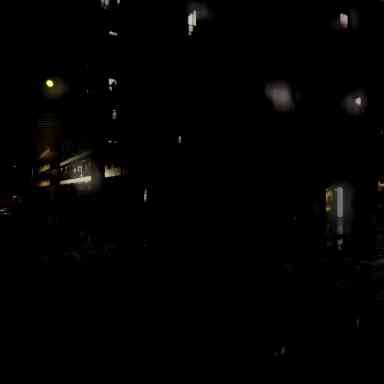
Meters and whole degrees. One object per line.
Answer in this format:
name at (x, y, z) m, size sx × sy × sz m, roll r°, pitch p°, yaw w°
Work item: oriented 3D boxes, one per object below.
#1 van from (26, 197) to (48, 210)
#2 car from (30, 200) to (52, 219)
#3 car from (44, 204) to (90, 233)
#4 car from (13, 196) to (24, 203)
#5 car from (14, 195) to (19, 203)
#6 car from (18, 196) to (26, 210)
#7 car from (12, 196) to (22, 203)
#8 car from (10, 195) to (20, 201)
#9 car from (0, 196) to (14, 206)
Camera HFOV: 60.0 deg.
van at (-15.790, 1.374, 34.312) m, size 1.690 × 1.788 × 3.998 m, roll 1°, pitch 0°, yaw -30°
car at (-12.987, 1.619, 29.520) m, size 1.802 × 1.307 × 4.206 m, roll 1°, pitch 0°, yaw -30°
car at (-7.375, 1.608, 19.939) m, size 1.947 × 1.339 × 4.313 m, roll 1°, pitch 0°, yaw -30°
car at (-35.436, 1.548, 67.845) m, size 1.887 × 1.381 × 4.507 m, roll 1°, pitch 0°, yaw -30°
car at (-27.018, 1.569, 53.474) m, size 2.008 × 1.369 × 4.403 m, roll 1°, pitch 0°, yaw -30°
car at (-21.404, 1.466, 43.893) m, size 1.967 × 1.590 × 4.097 m, roll 1°, pitch 0°, yaw -30°
car at (-38.242, 1.542, 72.636) m, size 1.887 × 1.381 × 4.507 m, roll 1°, pitch 0°, yaw -30°
car at (-43.855, 1.536, 82.217) m, size 2.008 × 1.369 × 4.403 m, roll 1°, pitch 0°, yaw -30°
car at (-29.707, 1.468, 52.987) m, size 1.882 × 1.535 × 5.008 m, roll 1°, pitch 0°, yaw -30°
